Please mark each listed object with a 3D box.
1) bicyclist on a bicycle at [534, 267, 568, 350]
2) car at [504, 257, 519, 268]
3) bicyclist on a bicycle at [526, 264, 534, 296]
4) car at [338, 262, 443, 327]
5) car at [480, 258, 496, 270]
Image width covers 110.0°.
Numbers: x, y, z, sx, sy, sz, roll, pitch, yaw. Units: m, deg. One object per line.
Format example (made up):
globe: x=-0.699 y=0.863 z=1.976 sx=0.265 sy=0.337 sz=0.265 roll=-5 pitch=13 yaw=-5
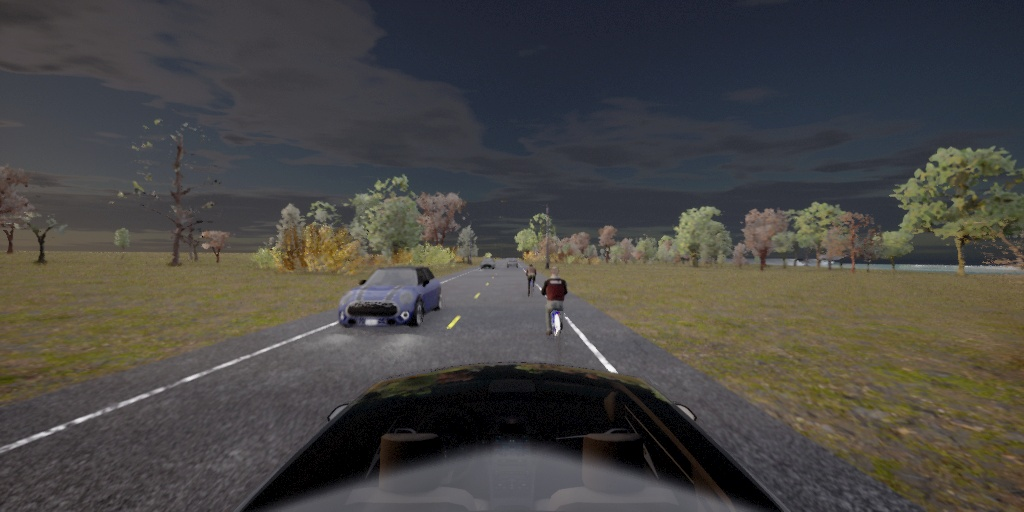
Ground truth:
bicyclist on a bicycle: x=0.960 y=1.124 z=8.230 sx=0.659 sy=1.776 sz=1.843 roll=0 pitch=0 yaw=0
car: x=0.083 y=1.267 z=62.411 sx=2.128 sy=1.511 sz=4.902 roll=0 pitch=-1 yaw=0
bicyclist on a bicycle: x=0.958 y=1.211 z=17.646 sx=0.582 sy=1.620 sz=1.656 roll=0 pitch=0 yaw=0
car: x=-3.603 y=1.107 z=11.432 sx=2.097 sy=1.767 sz=4.553 roll=0 pitch=0 yaw=0
car: x=-3.596 y=1.126 z=53.771 sx=2.097 sy=1.767 sz=4.553 roll=0 pitch=0 yaw=0
